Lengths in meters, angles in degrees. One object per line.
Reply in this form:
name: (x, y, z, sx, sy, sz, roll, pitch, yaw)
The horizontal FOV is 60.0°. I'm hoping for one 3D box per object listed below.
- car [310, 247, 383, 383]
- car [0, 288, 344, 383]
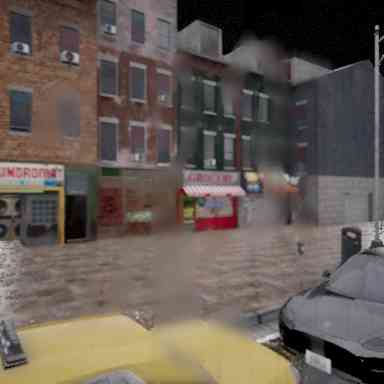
car: (3.236, 1.603, 5.124, 4.313, 1.339, 1.947, 0, -1, -35)
car: (-1.322, 1.525, 1.876, 4.829, 1.417, 1.752, 0, -1, -35)
